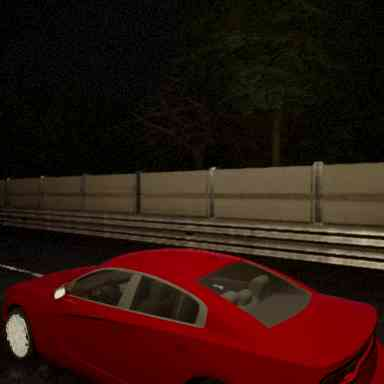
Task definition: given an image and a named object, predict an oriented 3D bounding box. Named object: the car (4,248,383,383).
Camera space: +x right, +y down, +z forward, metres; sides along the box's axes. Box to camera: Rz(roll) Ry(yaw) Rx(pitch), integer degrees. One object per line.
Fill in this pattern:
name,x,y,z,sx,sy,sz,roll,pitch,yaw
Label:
car,-0.440,1.475,4.185,5.008,1.535,1.882,0,0,36
